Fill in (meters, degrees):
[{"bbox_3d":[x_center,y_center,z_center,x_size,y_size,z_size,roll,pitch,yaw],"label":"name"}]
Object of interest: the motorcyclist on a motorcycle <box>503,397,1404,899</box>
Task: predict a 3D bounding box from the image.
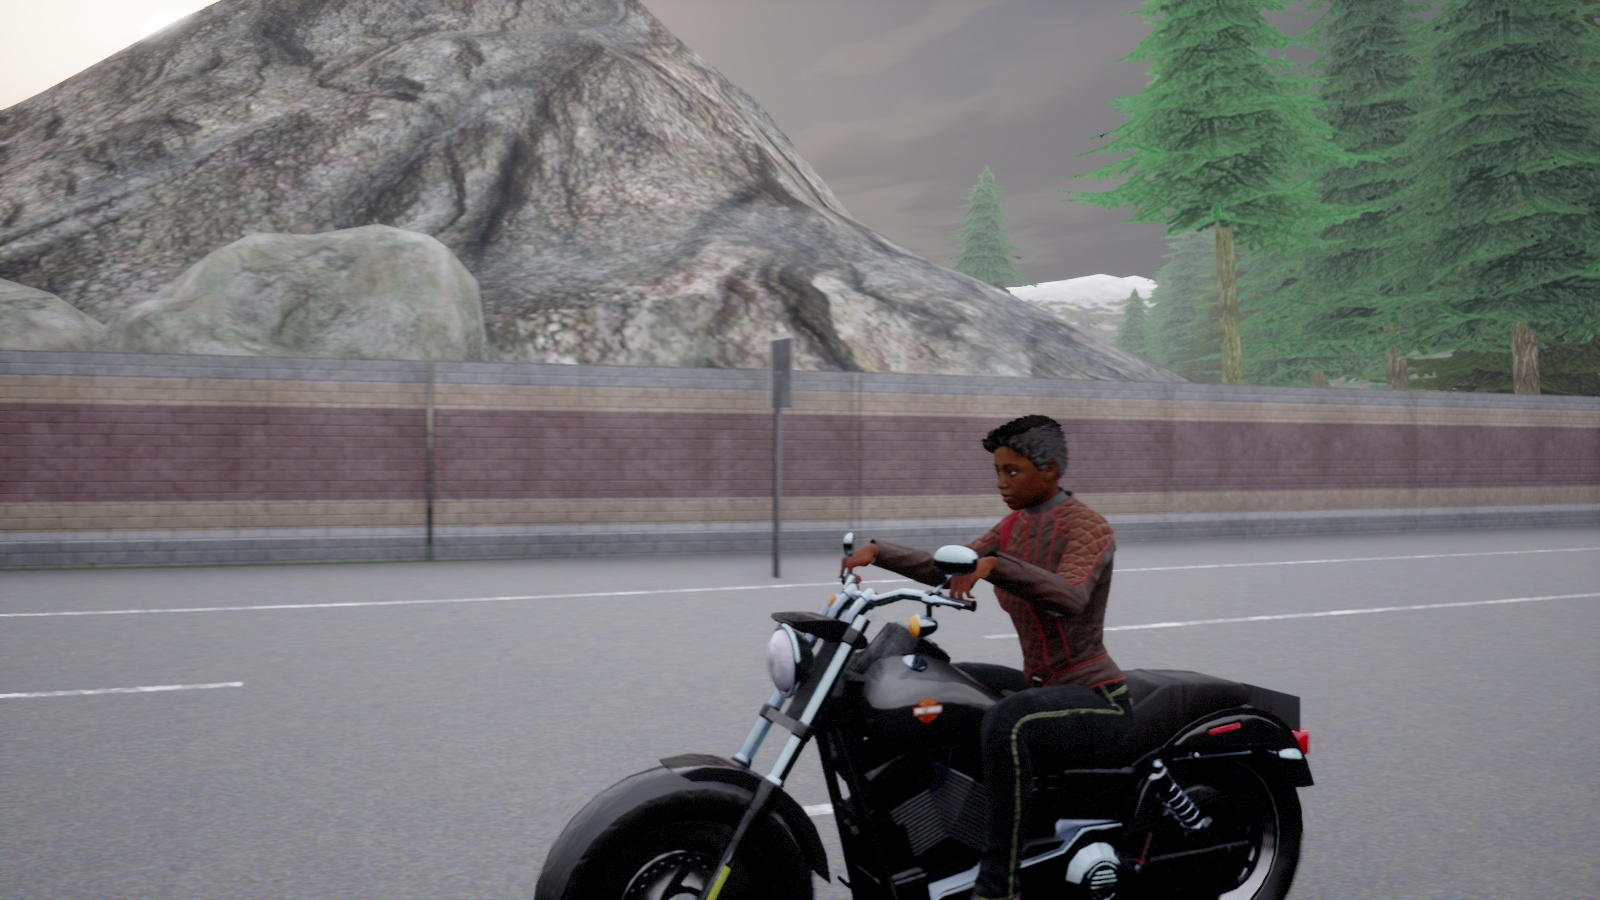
[{"bbox_3d":[0.460,0.699,3.433,2.350,1.649,0.766,-1,0,-23],"label":"motorcyclist on a motorcycle"}]
